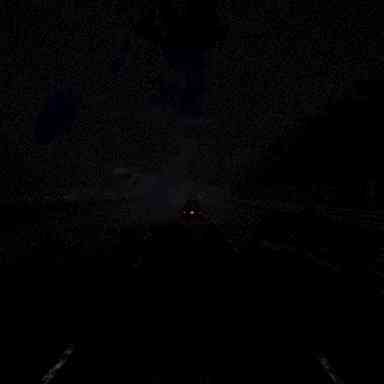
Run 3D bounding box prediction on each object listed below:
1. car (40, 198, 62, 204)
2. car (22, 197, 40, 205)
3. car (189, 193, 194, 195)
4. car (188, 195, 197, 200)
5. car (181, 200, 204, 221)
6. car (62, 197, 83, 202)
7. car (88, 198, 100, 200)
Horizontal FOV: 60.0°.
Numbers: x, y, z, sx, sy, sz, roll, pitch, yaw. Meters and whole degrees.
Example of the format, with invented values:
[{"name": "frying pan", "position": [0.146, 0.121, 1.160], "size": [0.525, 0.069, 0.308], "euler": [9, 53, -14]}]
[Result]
[{"name": "car", "position": [-24.483, 1.726, 59.591], "size": [2.033, 1.411, 5.357], "euler": [0, 0, 0]}, {"name": "car", "position": [-27.980, 1.700, 58.422], "size": [1.812, 1.442, 4.674], "euler": [0, 0, 0]}, {"name": "car", "position": [0.033, 1.656, 78.703], "size": [2.128, 1.511, 4.902], "euler": [0, 0, 0]}, {"name": "car", "position": [0.023, 1.685, 56.623], "size": [1.837, 1.490, 4.892], "euler": [0, 0, 0]}, {"name": "car", "position": [0.012, 1.672, 28.584], "size": [2.033, 1.411, 5.357], "euler": [0, 0, 0]}, {"name": "car", "position": [-20.987, 1.701, 59.589], "size": [1.812, 1.442, 4.674], "euler": [0, 0, 0]}, {"name": "car", "position": [-17.493, 1.730, 59.618], "size": [1.994, 1.385, 4.181], "euler": [0, 0, 1]}]
